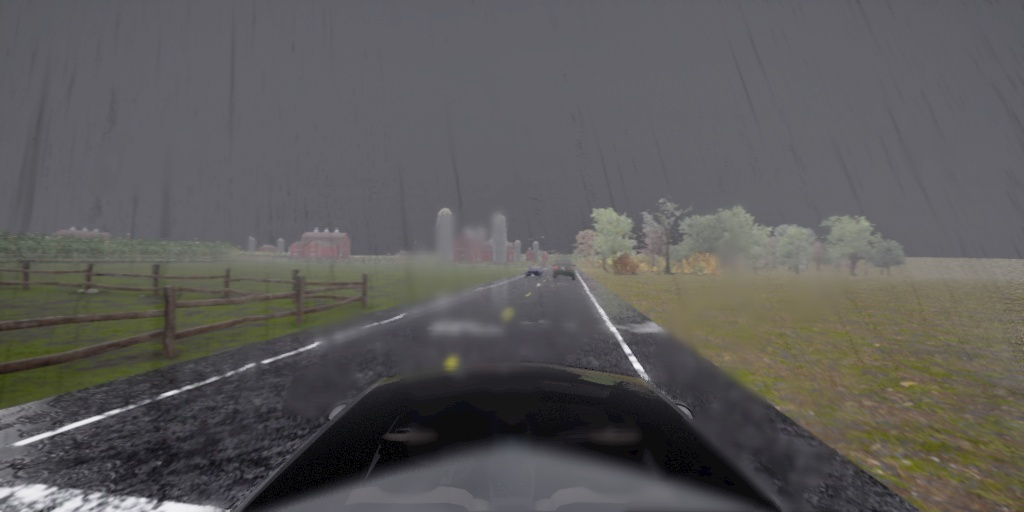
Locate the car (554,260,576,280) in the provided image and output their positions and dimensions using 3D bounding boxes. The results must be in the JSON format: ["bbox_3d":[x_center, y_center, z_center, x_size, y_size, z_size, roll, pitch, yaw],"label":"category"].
[{"bbox_3d":[5.651,1.475,38.526,2.150,2.045,5.566,0,-1,9],"label":"car"}]

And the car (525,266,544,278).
[{"bbox_3d":[2.687,1.879,42.498,1.895,1.301,4.718,0,-1,9],"label":"car"}]
